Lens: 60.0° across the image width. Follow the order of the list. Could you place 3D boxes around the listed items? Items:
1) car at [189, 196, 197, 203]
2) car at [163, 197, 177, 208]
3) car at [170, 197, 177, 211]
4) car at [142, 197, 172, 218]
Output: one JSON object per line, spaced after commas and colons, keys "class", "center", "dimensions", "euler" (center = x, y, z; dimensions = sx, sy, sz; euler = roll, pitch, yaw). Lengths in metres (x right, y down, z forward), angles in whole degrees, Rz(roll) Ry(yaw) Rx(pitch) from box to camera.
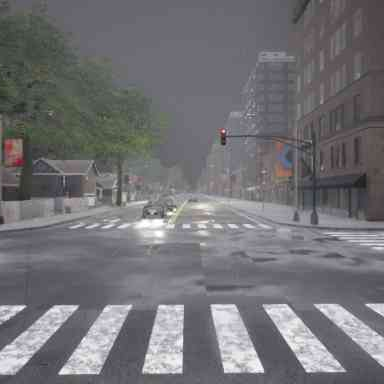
{"class": "car", "center": [0.209, 1.546, 70.222], "dimensions": [2.128, 1.511, 4.902], "euler": [0, 0, 0]}
{"class": "car", "center": [-3.256, 1.554, 49.785], "dimensions": [1.812, 1.442, 4.674], "euler": [0, 0, 0]}
{"class": "car", "center": [-3.278, 1.372, 39.828], "dimensions": [2.097, 1.767, 4.553], "euler": [0, 0, 0]}
{"class": "car", "center": [-3.297, 1.504, 30.093], "dimensions": [2.128, 1.511, 4.902], "euler": [0, 0, 0]}
